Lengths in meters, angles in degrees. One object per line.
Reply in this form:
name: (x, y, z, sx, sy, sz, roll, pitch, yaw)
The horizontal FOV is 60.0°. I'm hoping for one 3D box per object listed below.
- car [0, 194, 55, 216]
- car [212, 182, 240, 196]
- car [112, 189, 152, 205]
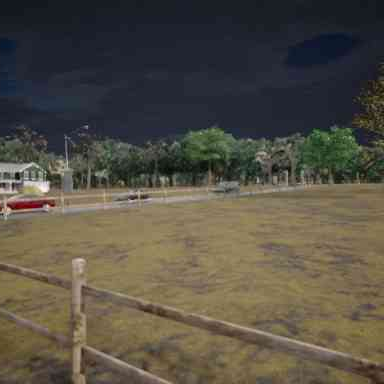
car: (-13.256, 0.926, 25.984, 1.882, 1.535, 5.008, -2, 1, 36)
car: (5.370, -0.574, 51.949, 2.150, 2.045, 5.566, -2, 1, 36)
car: (-6.366, 0.498, 35.621, 1.837, 1.490, 4.892, -2, 1, 36)
